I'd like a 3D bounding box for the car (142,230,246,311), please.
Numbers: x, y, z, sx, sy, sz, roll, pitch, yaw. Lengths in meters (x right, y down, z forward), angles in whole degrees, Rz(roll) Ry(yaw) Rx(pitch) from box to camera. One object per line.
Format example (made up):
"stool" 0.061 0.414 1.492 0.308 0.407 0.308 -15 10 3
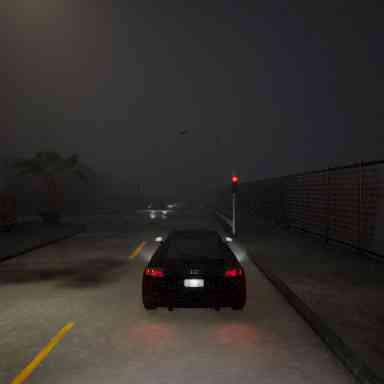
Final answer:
"car" 0.045 1.564 7.827 1.994 1.385 4.181 0 0 0

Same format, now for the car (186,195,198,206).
"car" -0.039 1.525 53.645 1.812 1.442 4.674 0 0 0

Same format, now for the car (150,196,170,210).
"car" -4.203 1.505 42.841 1.837 1.490 4.892 0 0 0

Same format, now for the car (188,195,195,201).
"car" -0.205 1.523 85.797 1.812 1.442 4.674 0 0 0

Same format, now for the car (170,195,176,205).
"car" -4.217 1.563 56.876 1.994 1.385 4.181 0 0 0
